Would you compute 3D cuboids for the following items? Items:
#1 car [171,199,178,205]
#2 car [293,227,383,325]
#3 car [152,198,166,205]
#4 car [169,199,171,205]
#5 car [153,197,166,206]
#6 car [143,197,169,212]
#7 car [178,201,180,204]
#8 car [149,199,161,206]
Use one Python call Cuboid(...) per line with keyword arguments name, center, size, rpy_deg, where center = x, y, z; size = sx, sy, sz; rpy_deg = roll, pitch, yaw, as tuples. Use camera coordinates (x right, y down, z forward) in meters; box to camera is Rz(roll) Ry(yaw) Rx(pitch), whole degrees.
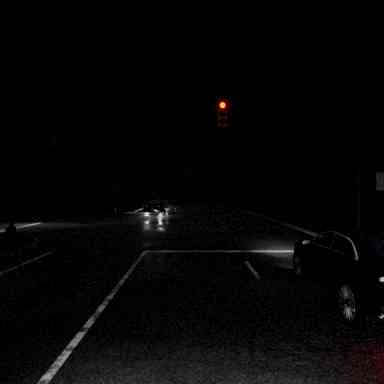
Cuboid(name="car", center=(-5.145, 2.214, 74.202), size=(1.994, 1.385, 4.181), rpy_deg=(0, -1, -19))
Cuboid(name="car", center=(3.586, 1.492, 7.072), size=(2.128, 1.511, 4.902), rpy_deg=(0, 0, 1))
Cuboid(name="car", center=(-8.317, 2.345, 83.152), size=(1.882, 1.535, 5.008), rpy_deg=(0, -1, -25))
Cuboid(name="car", center=(-4.684, 1.711, 51.406), size=(1.812, 1.442, 4.674), rpy_deg=(0, -1, -6))
Cuboid(name="car", center=(-6.033, 1.748, 61.712), size=(2.097, 1.767, 4.553), rpy_deg=(0, -1, -10))
Cuboid(name="car", center=(-4.242, 1.561, 38.883), size=(1.812, 1.442, 4.674), rpy_deg=(0, 0, 3))
Cuboid(name="car", center=(-4.690, 2.441, 83.542), size=(1.895, 1.301, 4.718), rpy_deg=(0, -1, -22))
Cuboid(name="car", center=(-8.041, 2.219, 71.646), size=(1.895, 1.301, 4.718), rpy_deg=(0, -1, -16))
